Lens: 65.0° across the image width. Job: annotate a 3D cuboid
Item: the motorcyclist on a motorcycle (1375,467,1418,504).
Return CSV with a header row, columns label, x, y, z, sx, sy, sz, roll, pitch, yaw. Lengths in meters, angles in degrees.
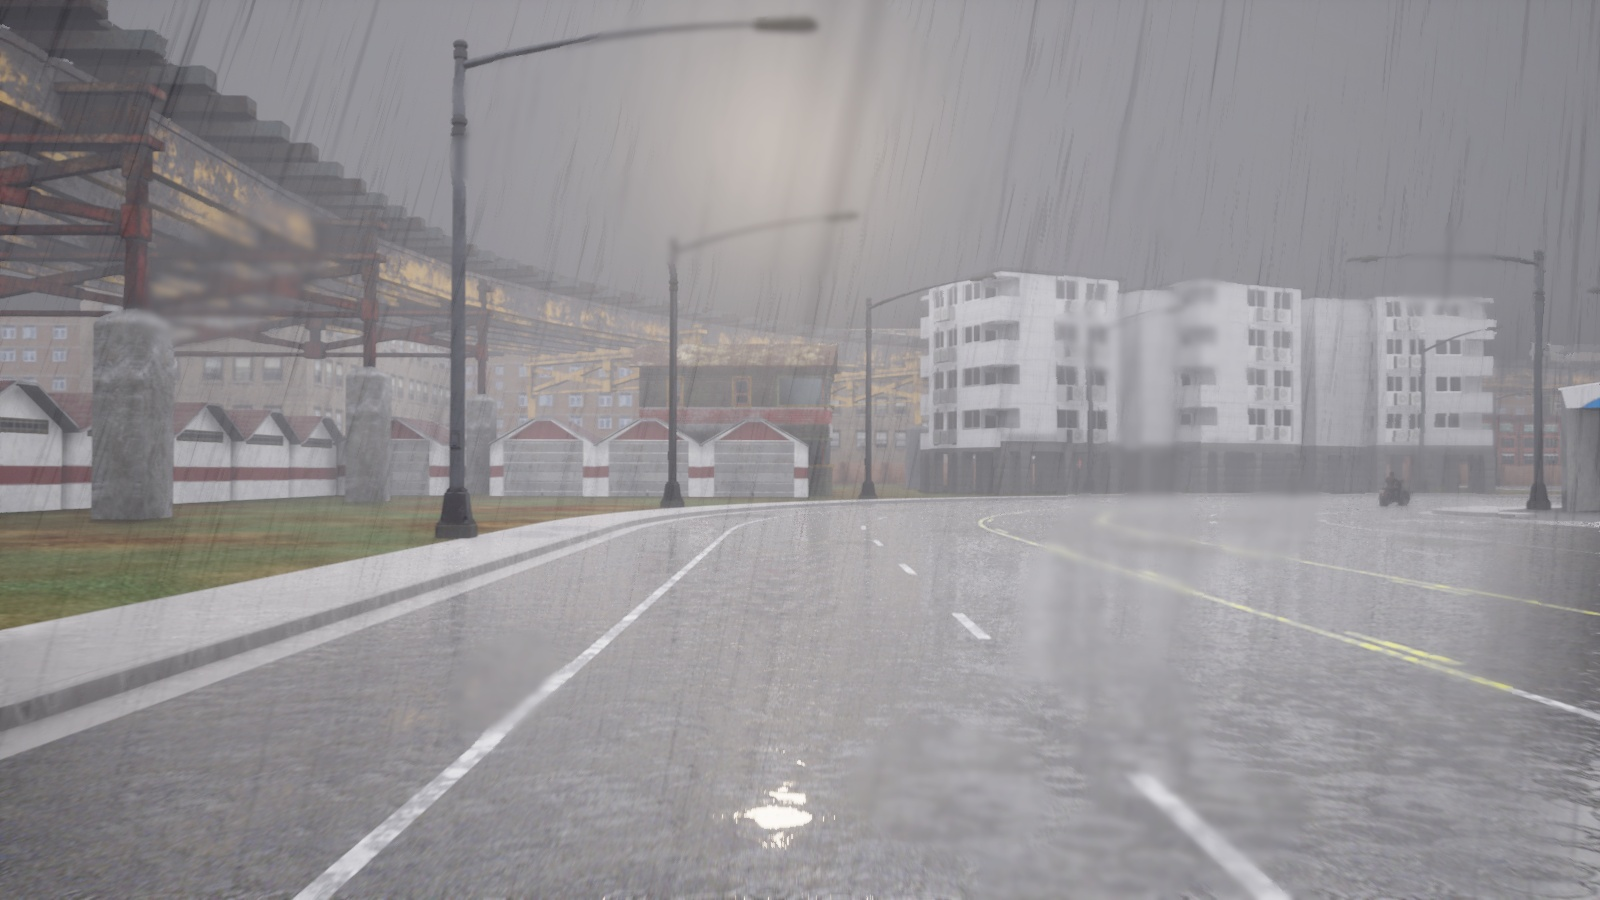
label,x,y,z,sx,sy,sz,roll,pitch,yaw
motorcyclist on a motorcycle,27.489,1.624,57.869,2.350,1.649,0.766,1,-1,-37
